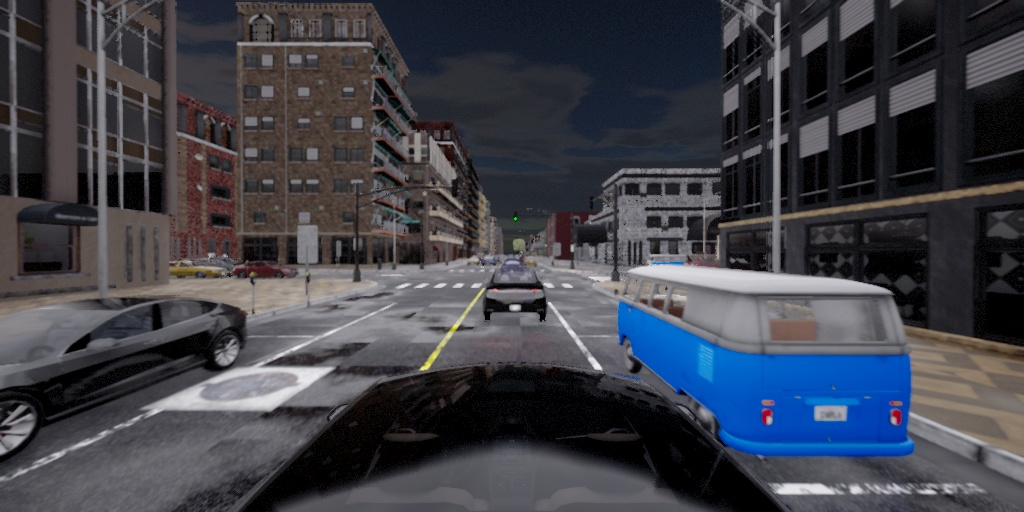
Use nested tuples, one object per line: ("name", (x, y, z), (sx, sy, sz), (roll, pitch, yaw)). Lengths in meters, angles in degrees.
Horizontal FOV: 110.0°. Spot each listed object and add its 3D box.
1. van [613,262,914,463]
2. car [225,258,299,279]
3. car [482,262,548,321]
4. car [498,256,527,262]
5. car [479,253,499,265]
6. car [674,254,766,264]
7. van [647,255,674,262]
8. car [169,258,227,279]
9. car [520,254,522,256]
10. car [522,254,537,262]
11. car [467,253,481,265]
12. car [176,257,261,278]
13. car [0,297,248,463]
("van", (2.651, 1.052, 4.848), (1.690, 1.789, 3.998), (0, 0, 0))
("car", (-17.525, 0.990, 25.603), (4.207, 1.307, 1.802), (0, 0, 0))
("car", (0.077, 1.119, 11.858), (2.128, 1.511, 4.902), (0, 1, 0))
("car", (0.035, 0.950, 29.209), (1.812, 1.442, 4.674), (0, 0, 0))
("car", (-3.198, 0.715, 50.192), (1.812, 1.442, 4.674), (0, 1, 0))
("car", (14.862, 0.810, 25.762), (5.009, 1.841, 2.192), (0, 0, 0))
("van", (14.818, 0.775, 34.141), (3.998, 1.789, 1.690), (0, 0, 0))
("car", (-23.017, 0.923, 25.576), (4.829, 1.417, 1.751), (0, 0, 0))
("car", (2.546, 0.655, 60.709), (1.802, 1.307, 4.207), (0, 0, 0))
("car", (2.573, 0.720, 49.801), (1.751, 1.417, 4.829), (0, 0, 0))
("car", (-5.821, 0.660, 54.978), (1.751, 1.417, 4.829), (0, 0, 0))
("car", (-22.956, 0.870, 28.162), (4.902, 1.511, 2.128), (0, 0, 0))
("car", (-5.697, 1.278, 4.853), (1.948, 1.339, 4.313), (0, 0, 0))
